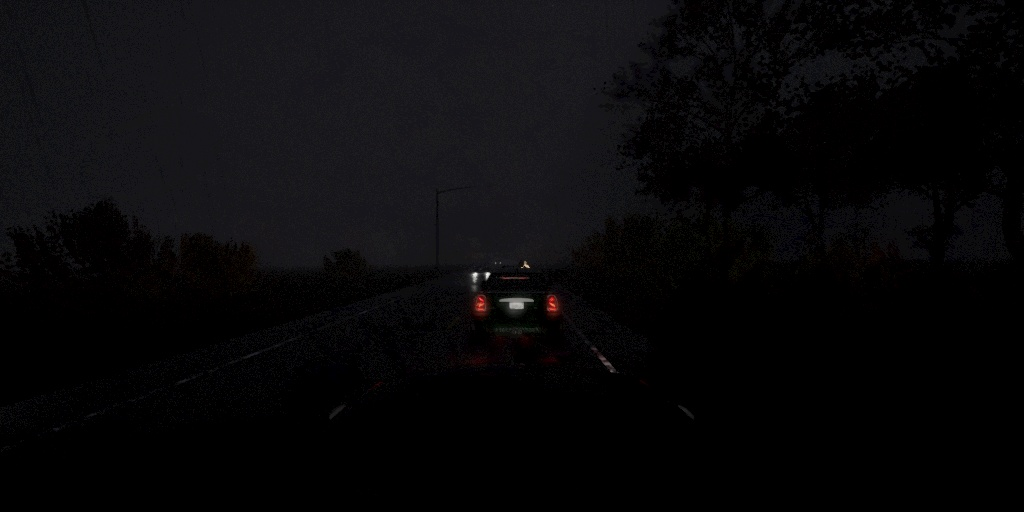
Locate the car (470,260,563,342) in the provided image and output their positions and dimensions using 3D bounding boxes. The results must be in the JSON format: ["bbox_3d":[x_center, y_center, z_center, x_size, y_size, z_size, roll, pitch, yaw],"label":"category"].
[{"bbox_3d":[0.107,1.099,9.913,2.097,1.767,4.553,0,0,0],"label":"car"}]

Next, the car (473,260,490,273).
[{"bbox_3d":[-3.678,1.261,43.975,1.812,1.442,4.674,0,0,0],"label":"car"}]

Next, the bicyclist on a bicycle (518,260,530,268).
[{"bbox_3d":[0.956,1.177,25.736,0.866,1.612,1.509,0,0,1],"label":"bicyclist on a bicycle"}]
